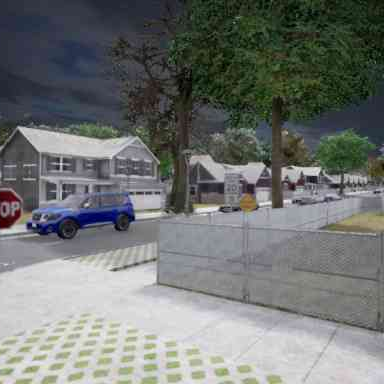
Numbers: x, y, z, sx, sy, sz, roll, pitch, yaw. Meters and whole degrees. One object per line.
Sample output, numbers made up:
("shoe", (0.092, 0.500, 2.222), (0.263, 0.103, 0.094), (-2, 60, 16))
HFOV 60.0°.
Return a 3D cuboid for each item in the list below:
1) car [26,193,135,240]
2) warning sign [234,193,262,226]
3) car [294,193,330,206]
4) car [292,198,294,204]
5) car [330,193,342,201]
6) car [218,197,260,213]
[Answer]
("car", (-5.345, 1.075, 16.877), (2.150, 2.045, 5.566), (1, 2, 35))
("warning sign", (3.327, 0.998, 19.845), (1.300, 1.860, 1.060), (1, 0, 35))
("car", (14.450, 1.046, 39.812), (2.128, 1.511, 4.902), (1, 2, 36))
("car", (15.294, 1.015, 45.825), (1.994, 1.385, 4.181), (1, 2, 35))
("car", (20.430, 0.925, 48.311), (1.812, 1.442, 4.674), (1, 2, 35))
("car", (4.436, 1.217, 30.681), (2.033, 1.411, 5.357), (1, 1, 35))
